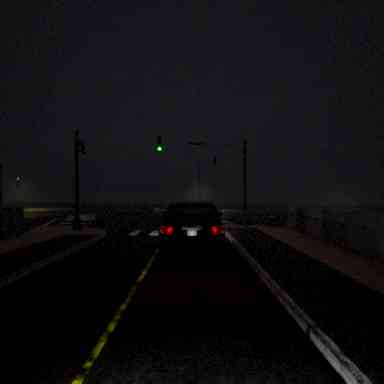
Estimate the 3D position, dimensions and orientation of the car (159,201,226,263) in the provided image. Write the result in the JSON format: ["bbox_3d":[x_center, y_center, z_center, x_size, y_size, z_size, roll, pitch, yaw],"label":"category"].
[{"bbox_3d":[0.015,1.326,12.589,2.150,2.045,5.566,0,0,0],"label":"car"}]
